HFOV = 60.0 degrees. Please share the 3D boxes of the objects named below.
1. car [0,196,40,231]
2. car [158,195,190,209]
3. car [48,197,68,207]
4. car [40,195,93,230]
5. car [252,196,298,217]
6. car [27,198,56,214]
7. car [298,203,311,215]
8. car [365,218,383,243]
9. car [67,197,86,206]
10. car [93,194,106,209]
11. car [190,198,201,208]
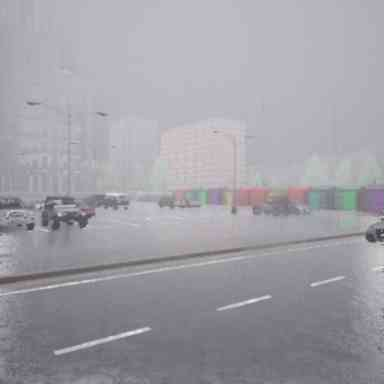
[{"bbox_3d":[-10.173,1.173,18.498,1.932,1.855,4.605,1,0,-37],"label":"car"},{"bbox_3d":[-2.805,1.336,46.033,1.932,1.855,4.605,1,0,-37],"label":"car"},{"bbox_3d":[-20.741,1.495,51.281,1.970,1.475,3.806,1,0,-37],"label":"car"},{"bbox_3d":[-7.833,1.197,20.202,1.905,1.878,3.866,1,0,-37],"label":"car"},{"bbox_3d":[7.788,1.341,32.078,1.905,1.878,3.866,1,0,-37],"label":"car"},{"bbox_3d":[-16.222,1.455,35.759,1.970,1.475,3.806,1,0,-37],"label":"car"},{"bbox_3d":[10.102,1.601,33.816,1.970,1.475,3.806,1,0,-37],"label":"car"},{"bbox_3d":[9.877,1.688,15.406,4.181,1.385,1.994,1,0,-35],"label":"car"},{"bbox_3d":[-18.433,1.485,53.028,1.784,1.438,3.905,1,0,-37],"label":"car"},{"bbox_3d":[-16.323,1.294,54.689,1.932,1.855,4.605,1,0,-37],"label":"car"},{"bbox_3d":[-0.458,1.568,47.729,1.784,1.438,3.905,1,0,-37],"label":"car"}]
